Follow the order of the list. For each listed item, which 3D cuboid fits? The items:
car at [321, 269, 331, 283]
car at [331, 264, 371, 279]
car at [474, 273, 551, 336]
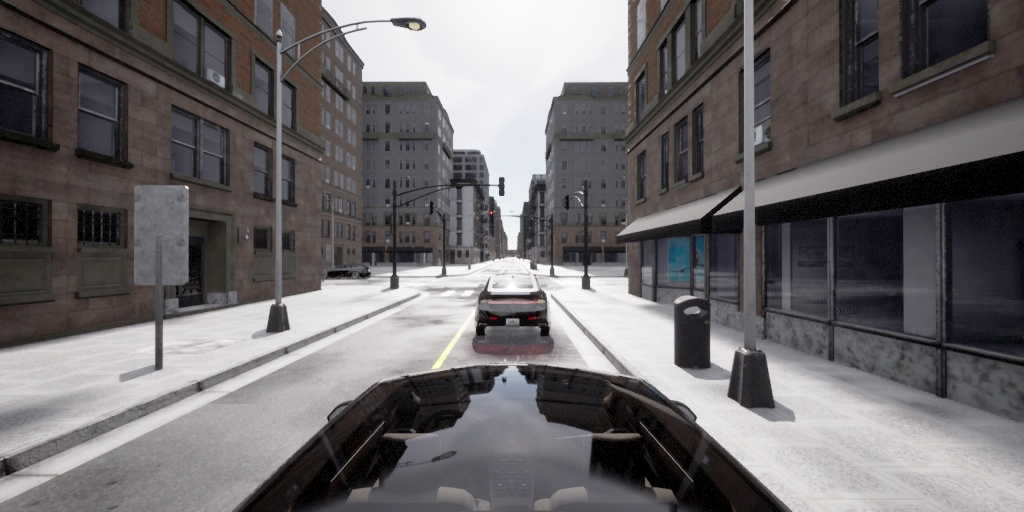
[{"bbox_3d":[-14.705,1.287,23.552,4.313,1.339,1.948,0,0,0],"label":"car"},{"bbox_3d":[-14.675,1.327,31.579,4.313,1.339,1.948,0,0,0],"label":"car"},{"bbox_3d":[0.025,1.241,10.362,2.128,1.511,4.902,0,0,0],"label":"car"}]
